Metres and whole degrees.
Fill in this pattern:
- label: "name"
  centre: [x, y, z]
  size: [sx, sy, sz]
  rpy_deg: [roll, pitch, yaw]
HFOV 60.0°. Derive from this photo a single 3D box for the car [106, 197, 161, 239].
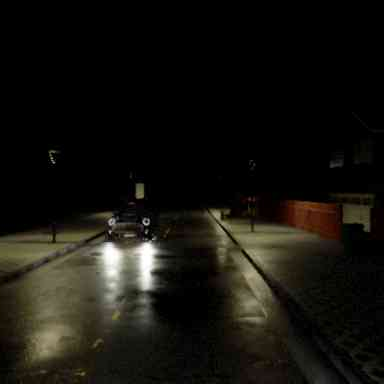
- label: "car"
  centre: [-2.853, 1.331, 16.958]
  size: [2.097, 1.767, 4.553]
  rpy_deg: [0, 0, 0]
